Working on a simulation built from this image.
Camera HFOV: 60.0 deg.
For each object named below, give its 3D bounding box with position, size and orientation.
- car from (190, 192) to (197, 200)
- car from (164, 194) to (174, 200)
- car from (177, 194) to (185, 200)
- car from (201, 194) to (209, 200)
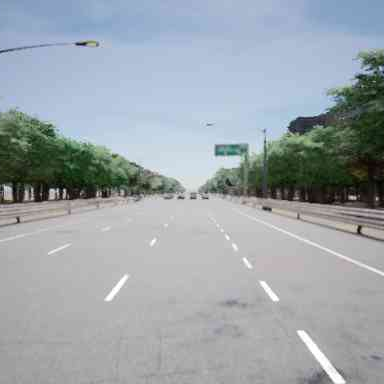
[{"bbox_3d":[0.324,1.473,91.856,2.128,1.511,4.902,0,0,0],"label":"car"},{"bbox_3d":[-6.676,1.485,91.891,2.033,1.411,5.357,0,0,0],"label":"car"},{"bbox_3d":[-3.170,1.450,93.124,1.812,1.442,4.674,0,0,0],"label":"car"},{"bbox_3d":[3.824,1.489,91.839,2.033,1.411,5.357,0,0,0],"label":"car"}]
